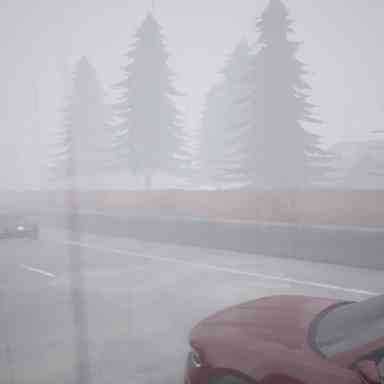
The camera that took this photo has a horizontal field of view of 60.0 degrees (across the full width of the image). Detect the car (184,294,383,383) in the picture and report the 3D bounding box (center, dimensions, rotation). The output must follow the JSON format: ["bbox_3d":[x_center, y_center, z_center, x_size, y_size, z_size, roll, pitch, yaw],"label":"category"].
[{"bbox_3d":[2.224,1.486,2.483,5.008,1.535,1.882,0,0,36],"label":"car"}]

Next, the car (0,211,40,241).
[{"bbox_3d":[-9.209,1.604,16.335,4.181,1.385,1.994,0,0,42],"label":"car"}]
